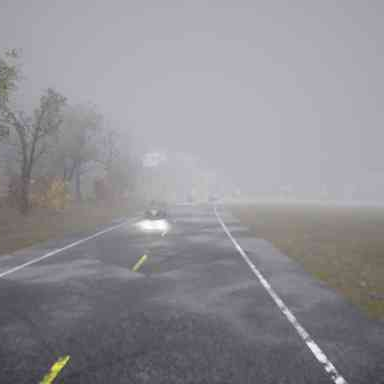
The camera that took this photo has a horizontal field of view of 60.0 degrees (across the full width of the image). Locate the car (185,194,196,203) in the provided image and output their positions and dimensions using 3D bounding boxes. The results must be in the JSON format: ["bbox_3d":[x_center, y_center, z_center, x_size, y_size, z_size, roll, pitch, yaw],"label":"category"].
[{"bbox_3d":[-0.312,1.285,69.972,2.097,1.767,4.553,0,0,5],"label":"car"}]

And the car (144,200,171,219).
[{"bbox_3d":[-2.981,1.486,29.415,2.128,1.511,4.902,0,0,2],"label":"car"}]

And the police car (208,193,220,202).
[{"bbox_3d":[4.778,1.381,75.600,1.930,1.638,5.238,0,0,6],"label":"police car"}]
